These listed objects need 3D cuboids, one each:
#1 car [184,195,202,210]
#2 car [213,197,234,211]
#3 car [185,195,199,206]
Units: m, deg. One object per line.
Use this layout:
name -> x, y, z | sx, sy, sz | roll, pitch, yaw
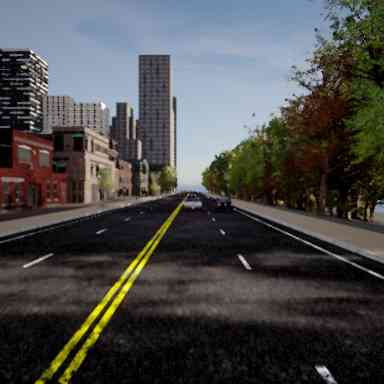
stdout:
car -> 0.090, 1.334, 37.067 | 1.895, 1.301, 4.718 | 0, 0, 0
car -> 3.337, 1.291, 35.701 | 2.033, 1.411, 5.357 | 0, 0, 0
car -> -0.010, 1.163, 47.485 | 1.837, 1.490, 4.892 | 0, 1, 0
